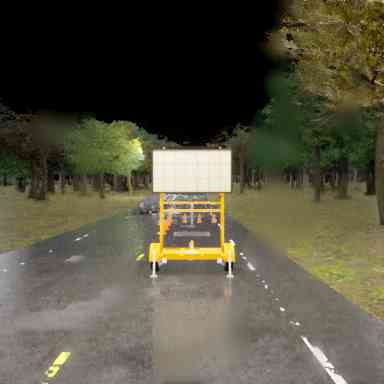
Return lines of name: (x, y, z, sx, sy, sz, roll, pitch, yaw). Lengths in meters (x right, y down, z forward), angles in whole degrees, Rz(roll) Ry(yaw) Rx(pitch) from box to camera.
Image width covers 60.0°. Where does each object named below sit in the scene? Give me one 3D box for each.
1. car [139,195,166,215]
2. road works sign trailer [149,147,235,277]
car: (-3.599, 1.109, 31.012, 2.097, 1.767, 4.553, 0, 1, 0)
road works sign trailer: (0.000, 0.434, 10.088, 2.380, 3.560, 2.880, 0, 0, 0)
